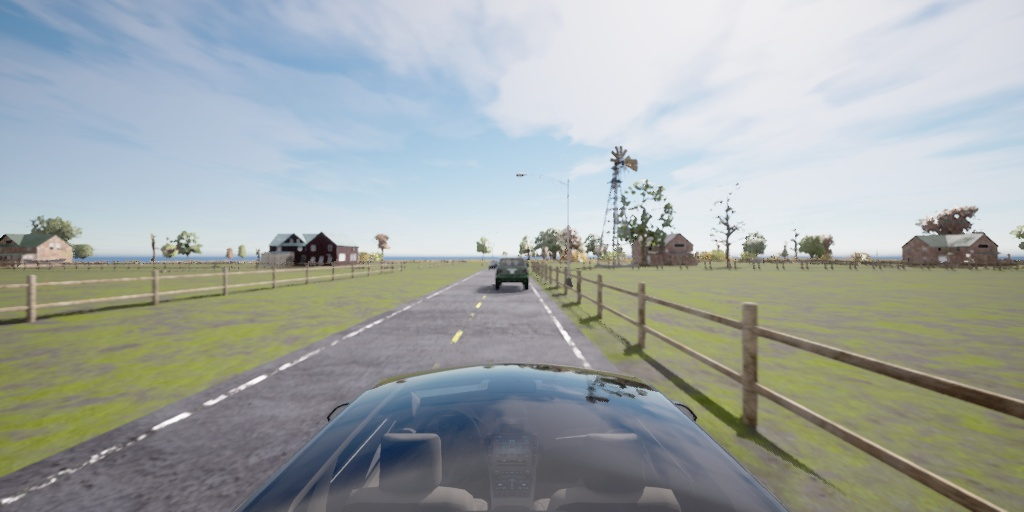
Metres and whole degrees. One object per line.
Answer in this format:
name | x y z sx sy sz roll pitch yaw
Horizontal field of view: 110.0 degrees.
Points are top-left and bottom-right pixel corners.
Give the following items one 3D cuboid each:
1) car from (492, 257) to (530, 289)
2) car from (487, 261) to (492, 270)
car | 0.007 1.056 24.088 2.150 2.045 5.566 0 0 0
car | -2.826 1.451 57.660 1.837 1.490 4.892 0 0 0
